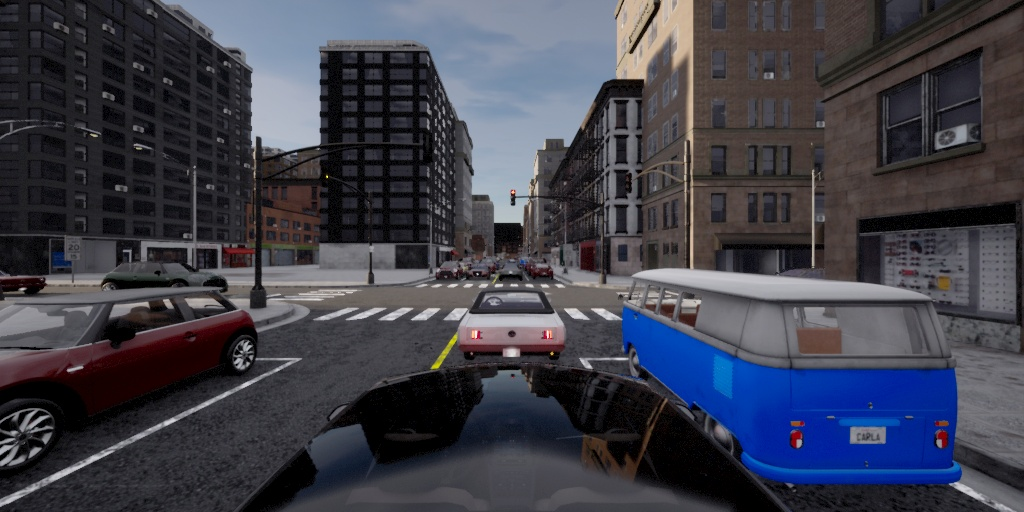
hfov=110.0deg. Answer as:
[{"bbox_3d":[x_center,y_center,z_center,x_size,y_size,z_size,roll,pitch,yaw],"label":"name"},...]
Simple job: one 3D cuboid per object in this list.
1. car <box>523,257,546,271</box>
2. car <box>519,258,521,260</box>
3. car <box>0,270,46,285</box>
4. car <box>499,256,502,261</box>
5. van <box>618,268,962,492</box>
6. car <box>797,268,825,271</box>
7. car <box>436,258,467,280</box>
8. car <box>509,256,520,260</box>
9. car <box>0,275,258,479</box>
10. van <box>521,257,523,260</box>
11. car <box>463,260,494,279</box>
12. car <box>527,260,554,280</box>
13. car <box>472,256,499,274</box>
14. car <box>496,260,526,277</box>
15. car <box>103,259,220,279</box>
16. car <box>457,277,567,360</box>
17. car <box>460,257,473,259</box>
[{"bbox_3d":[2.601,1.059,36.796,2.192,1.841,5.009,0,0,0],"label":"car"},{"bbox_3d":[2.577,1.303,58.434,1.948,1.339,4.313,0,0,0],"label":"car"},{"bbox_3d":[-24.983,1.218,16.701,4.718,1.301,1.895,0,0,0],"label":"car"},{"bbox_3d":[-2.887,1.093,49.047,2.097,1.767,4.553,0,0,0],"label":"car"},{"bbox_3d":[2.637,1.090,4.506,1.690,1.789,3.998,0,0,0],"label":"van"},{"bbox_3d":[16.211,1.388,19.740,5.357,1.411,2.033,0,0,0],"label":"car"},{"bbox_3d":[-5.418,1.185,31.377,1.967,1.591,4.097,0,0,0],"label":"car"},{"bbox_3d":[0.029,1.260,62.622,1.812,1.442,4.674,0,0,0],"label":"car"},{"bbox_3d":[-5.388,1.189,4.498,1.967,1.591,4.097,0,0,0],"label":"car"},{"bbox_3d":[2.583,1.080,53.025,1.690,1.789,3.998,0,0,0],"label":"van"},{"bbox_3d":[-2.882,1.309,31.553,1.994,1.385,4.181,0,0,-1],"label":"car"},{"bbox_3d":[2.607,1.290,31.386,1.888,1.381,4.507,0,0,0],"label":"car"},{"bbox_3d":[-2.874,1.096,40.173,2.097,1.767,4.553,0,0,0],"label":"car"},{"bbox_3d":[-0.056,1.309,31.398,1.994,1.385,4.181,0,0,1],"label":"car"},{"bbox_3d":[-16.004,1.021,16.715,4.553,1.767,2.097,0,0,0],"label":"car"},{"bbox_3d":[-0.005,1.350,8.292,1.895,1.301,4.718,0,0,0],"label":"car"},{"bbox_3d":[-5.430,1.058,42.196,2.192,1.841,5.009,0,0,0],"label":"car"}]
